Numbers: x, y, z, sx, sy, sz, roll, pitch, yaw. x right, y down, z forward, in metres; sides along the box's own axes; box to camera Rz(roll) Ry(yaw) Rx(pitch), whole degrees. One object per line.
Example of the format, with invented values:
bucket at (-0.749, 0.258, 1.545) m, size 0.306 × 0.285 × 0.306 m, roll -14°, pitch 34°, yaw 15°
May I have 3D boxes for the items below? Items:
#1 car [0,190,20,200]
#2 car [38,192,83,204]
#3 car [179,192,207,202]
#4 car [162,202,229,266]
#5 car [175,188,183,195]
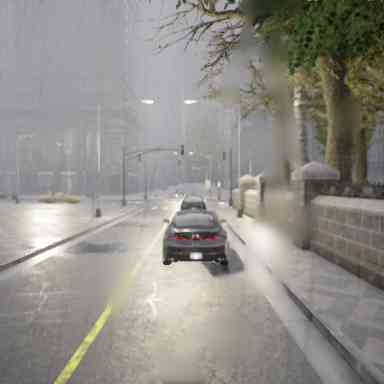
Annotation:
car at (-26.300, 0.436, 46.430) m, size 4.313 × 1.339 × 1.947 m, roll 1°, pitch 0°, yaw 0°
car at (-14.932, 0.681, 37.839) m, size 4.829 × 1.417 × 1.752 m, roll 1°, pitch 1°, yaw 0°
car at (0.101, 0.993, 25.510) m, size 1.882 × 1.535 × 5.008 m, roll 0°, pitch 1°, yaw 0°
car at (0.100, 1.300, 10.735) m, size 1.837 × 1.490 × 4.892 m, roll 0°, pitch 1°, yaw 0°
car at (-2.999, -0.157, 77.825) m, size 2.128 × 1.511 × 4.902 m, roll 0°, pitch 1°, yaw 0°
